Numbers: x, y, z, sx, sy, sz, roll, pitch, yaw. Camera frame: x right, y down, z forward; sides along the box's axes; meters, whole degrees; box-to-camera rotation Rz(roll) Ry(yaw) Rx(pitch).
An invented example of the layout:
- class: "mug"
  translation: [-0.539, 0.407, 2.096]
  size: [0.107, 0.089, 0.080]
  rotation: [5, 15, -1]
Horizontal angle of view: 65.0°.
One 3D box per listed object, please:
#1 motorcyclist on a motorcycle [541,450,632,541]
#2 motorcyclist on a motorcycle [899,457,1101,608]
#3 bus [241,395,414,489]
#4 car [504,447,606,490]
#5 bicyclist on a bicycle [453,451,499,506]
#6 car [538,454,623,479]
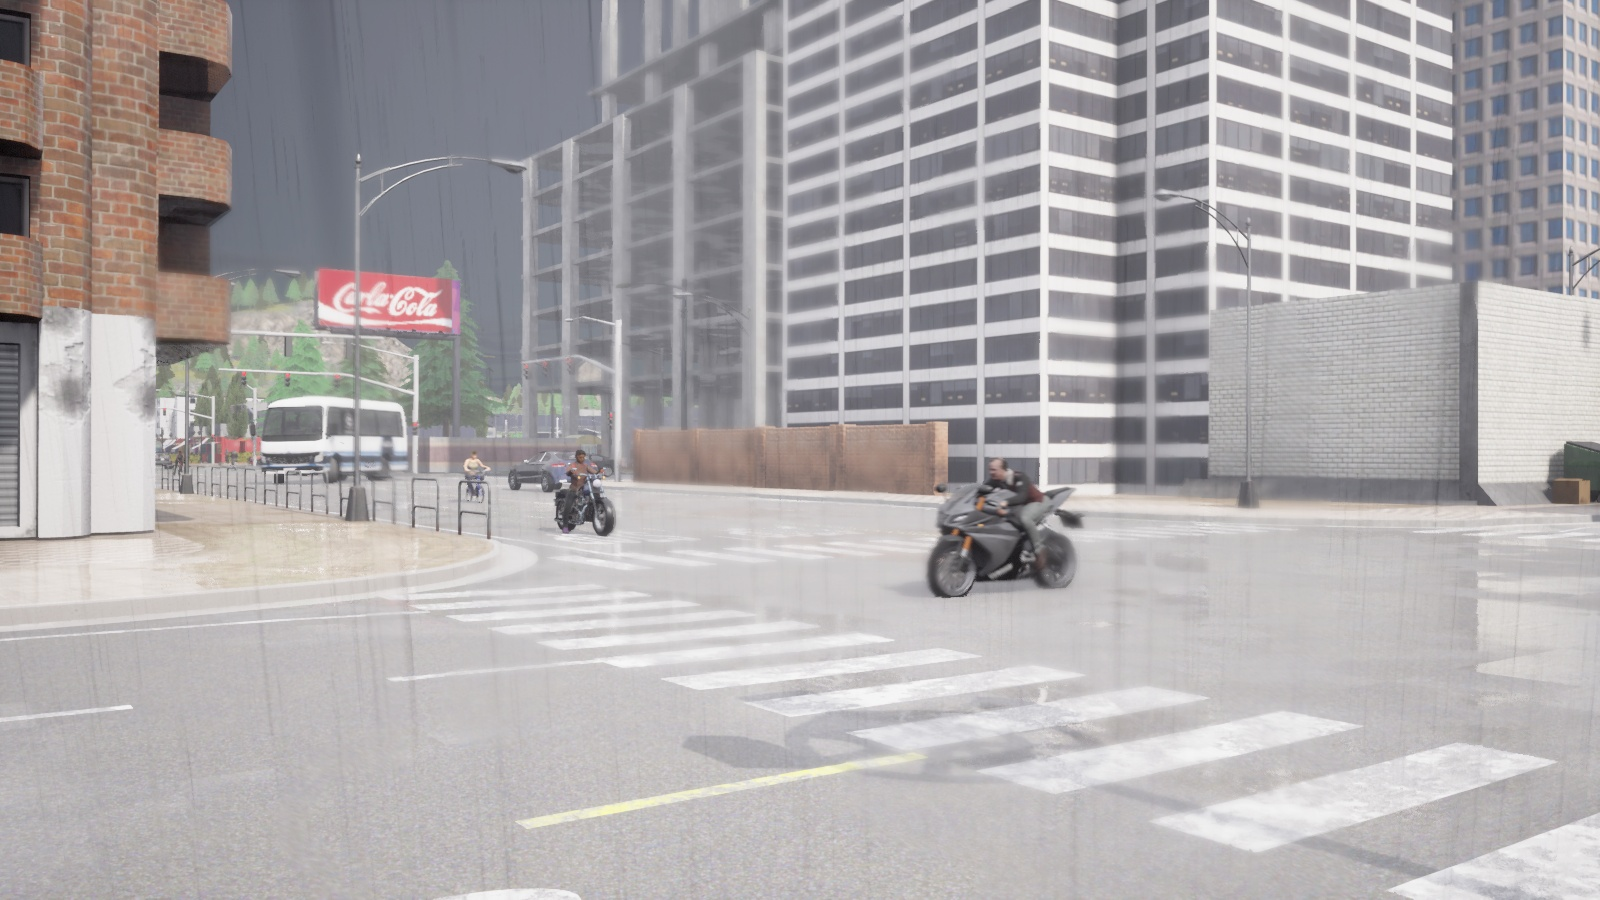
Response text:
- class: "motorcyclist on a motorcycle"
  translation: [-4.087, 0.818, 23.884]
  size: [0.766, 1.649, 2.350]
  rotation: [0, 0, -35]
- class: "motorcyclist on a motorcycle"
  translation: [2.216, 0.849, 13.782]
  size: [2.191, 1.530, 0.866]
  rotation: [0, 0, -35]
- class: "bus"
  translation: [-23.390, -0.372, 63.070]
  size: [3.944, 4.253, 10.273]
  rotation: [-1, 0, 5]
- class: "car"
  translation: [-9.902, 0.723, 50.491]
  size: [2.152, 1.651, 5.027]
  rotation: [0, 0, -35]
- class: "bicyclist on a bicycle"
  translation: [-9.882, 0.851, 38.269]
  size: [0.866, 1.612, 1.509]
  rotation: [0, 0, -35]
- class: "car"
  translation: [-13.926, 1.003, 79.919]
  size: [5.008, 1.535, 1.882]
  rotation: [0, 0, -35]
